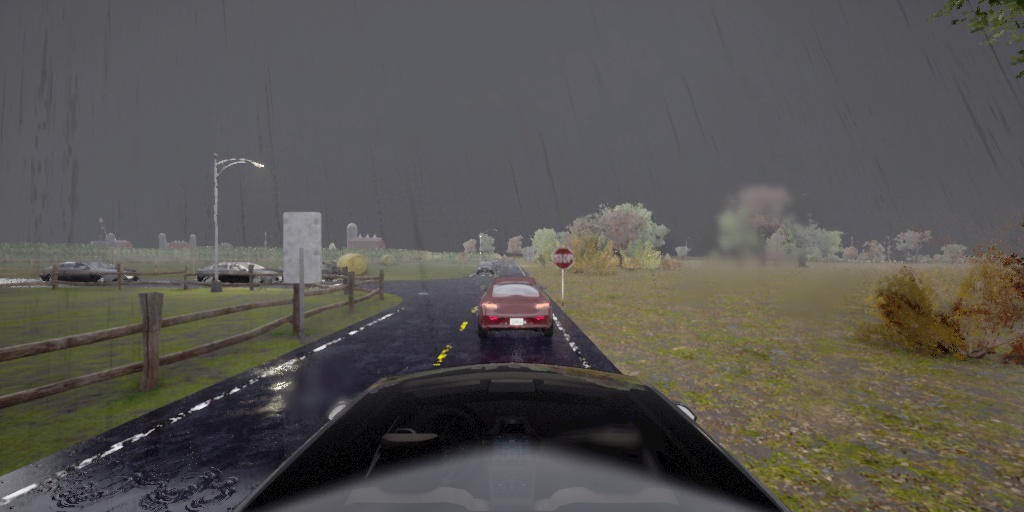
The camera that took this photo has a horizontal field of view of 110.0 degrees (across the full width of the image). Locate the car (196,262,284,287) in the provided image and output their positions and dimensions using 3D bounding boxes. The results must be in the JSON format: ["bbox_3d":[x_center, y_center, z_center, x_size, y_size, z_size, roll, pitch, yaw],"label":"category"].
[{"bbox_3d":[-17.217,1.145,22.864,4.902,1.511,2.128,0,1,-1],"label":"car"}]

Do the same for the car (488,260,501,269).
[{"bbox_3d":[-2.873,1.336,59.961,1.994,1.385,4.181,0,0,0],"label":"car"}]

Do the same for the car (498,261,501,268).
[{"bbox_3d":[-2.901,1.362,49.517,1.895,1.301,4.718,0,0,0],"label":"car"}]

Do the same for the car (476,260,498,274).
[{"bbox_3d":[-2.891,1.259,40.250,1.837,1.490,4.892,0,0,0],"label":"car"}]

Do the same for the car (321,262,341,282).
[{"bbox_3d":[-14.983,1.142,25.829,4.892,1.490,1.837,0,0,1],"label":"car"}]

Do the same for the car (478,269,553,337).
[{"bbox_3d":[0.053,1.272,10.153,1.812,1.442,4.674,0,0,-1],"label":"car"}]

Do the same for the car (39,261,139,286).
[{"bbox_3d":[-26.667,1.079,22.750,4.902,1.511,2.128,1,1,-1],"label":"car"}]
